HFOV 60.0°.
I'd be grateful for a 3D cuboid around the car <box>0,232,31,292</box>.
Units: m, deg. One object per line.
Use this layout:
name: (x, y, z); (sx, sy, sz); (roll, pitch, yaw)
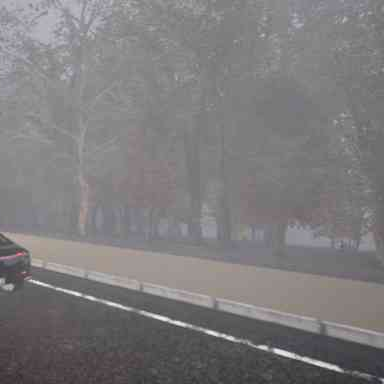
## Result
car: (-5.686, 1.515, 7.739); (4.902, 1.511, 2.128); (0, 0, 35)
